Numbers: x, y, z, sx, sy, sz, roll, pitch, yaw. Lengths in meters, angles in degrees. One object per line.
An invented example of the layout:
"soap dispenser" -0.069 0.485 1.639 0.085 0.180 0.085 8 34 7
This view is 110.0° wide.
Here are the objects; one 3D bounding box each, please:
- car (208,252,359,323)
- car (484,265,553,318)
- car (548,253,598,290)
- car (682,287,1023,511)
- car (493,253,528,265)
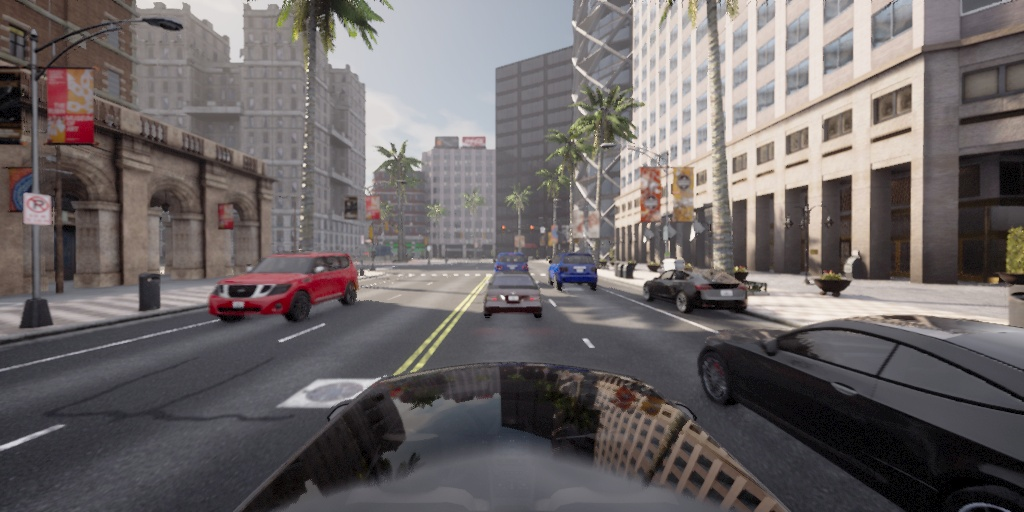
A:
"car" -7.173 0.893 12.130 2.150 2.045 5.566 0 0 0
"car" 0.016 1.216 12.586 2.033 1.411 5.357 0 0 -1
"car" 3.437 0.828 20.970 2.150 2.045 5.566 0 0 -1
"car" 3.600 1.264 3.231 1.812 1.442 4.674 0 1 -1
"car" -0.067 0.808 23.638 2.150 2.045 5.566 0 0 -2
